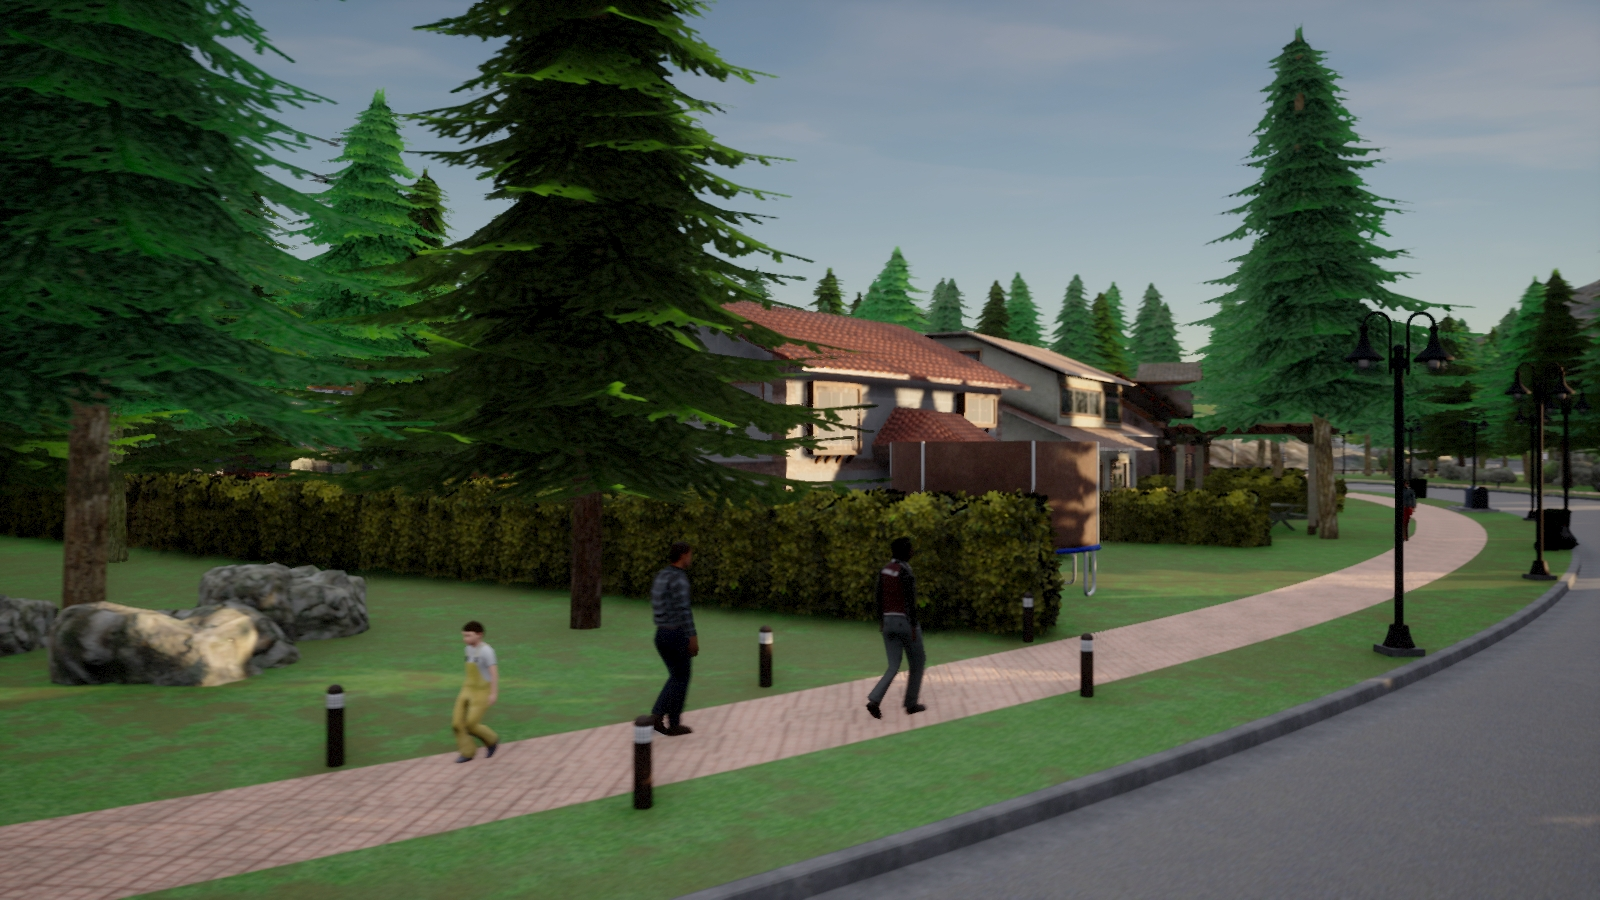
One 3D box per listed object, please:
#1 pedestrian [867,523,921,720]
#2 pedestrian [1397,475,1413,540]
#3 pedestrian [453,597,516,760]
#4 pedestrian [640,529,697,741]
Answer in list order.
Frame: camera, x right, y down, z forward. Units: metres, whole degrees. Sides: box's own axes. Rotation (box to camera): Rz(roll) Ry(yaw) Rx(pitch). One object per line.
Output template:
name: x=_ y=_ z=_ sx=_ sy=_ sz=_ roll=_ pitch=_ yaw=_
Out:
pedestrian: x=0.926 y=1.671 z=11.279 sx=0.375 sy=1.860 sz=0.375 roll=0 pitch=0 yaw=-40
pedestrian: x=17.730 y=1.678 z=33.485 sx=0.375 sy=1.860 sz=0.375 roll=0 pitch=0 yaw=35
pedestrian: x=-2.720 y=1.951 z=9.854 sx=0.375 sy=1.300 sz=0.375 roll=0 pitch=0 yaw=36
pedestrian: x=-1.206 y=1.671 z=10.473 sx=0.375 sy=1.860 sz=0.375 roll=0 pitch=0 yaw=-38
